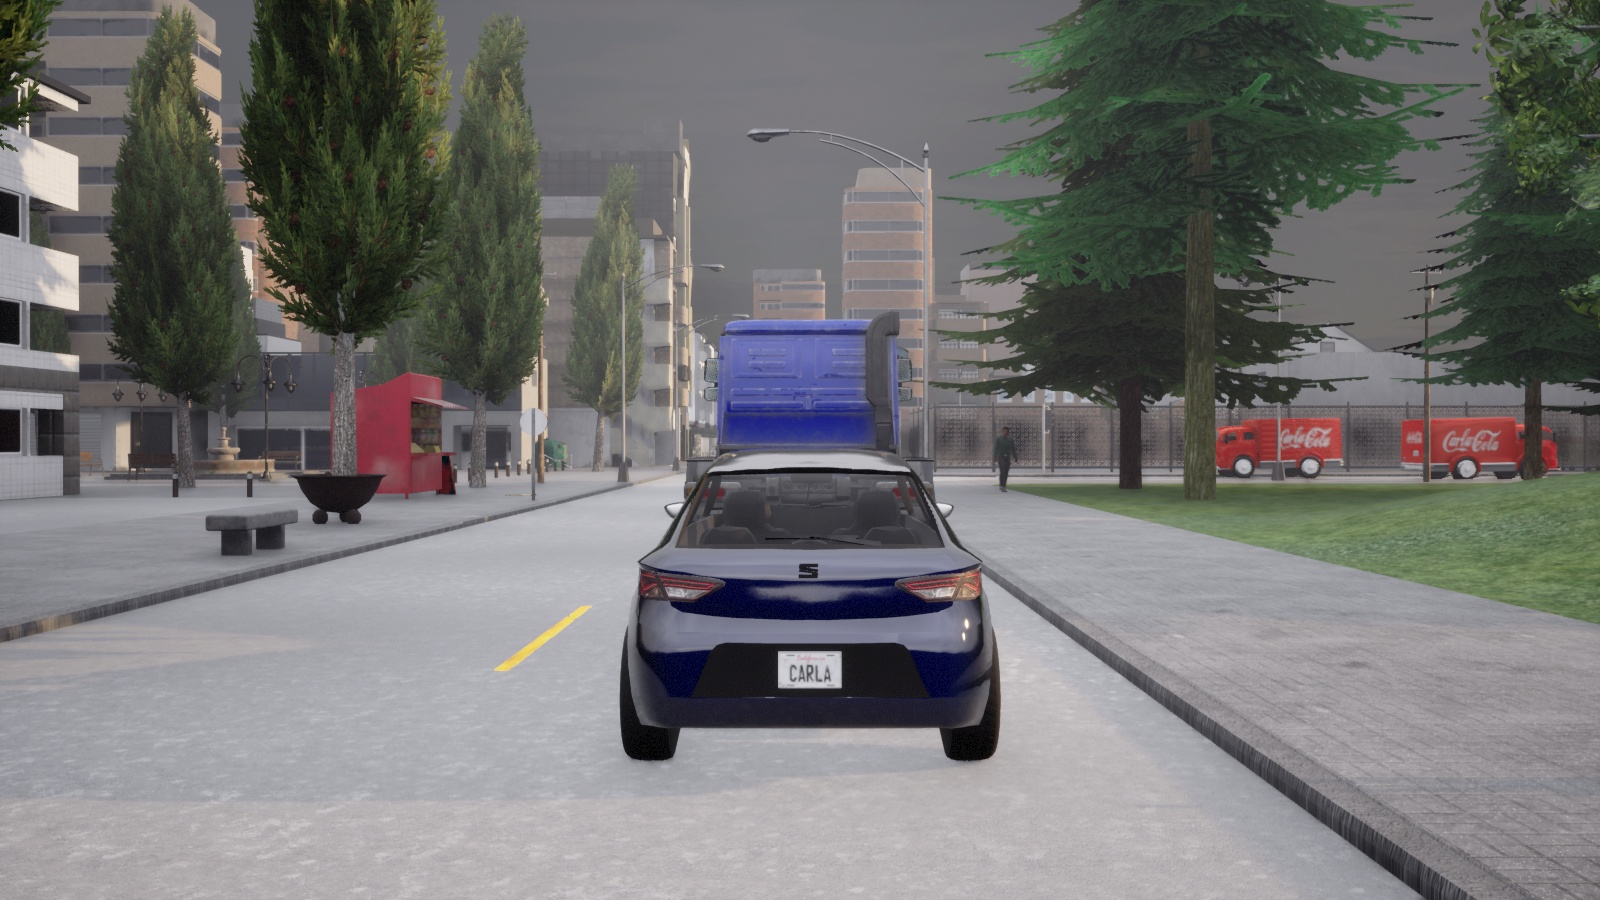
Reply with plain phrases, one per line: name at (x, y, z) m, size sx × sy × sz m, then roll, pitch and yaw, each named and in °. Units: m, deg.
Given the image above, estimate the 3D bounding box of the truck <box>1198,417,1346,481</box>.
truck at (19.748, -0.044, 52.764) m, size 5.204 × 2.467 × 2.627 m, roll -1°, pitch 0°, yaw 0°

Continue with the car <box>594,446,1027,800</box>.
car at (0.054, 0.719, 7.360) m, size 1.816 × 1.474 × 4.193 m, roll 0°, pitch 0°, yaw 0°

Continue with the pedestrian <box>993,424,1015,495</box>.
pedestrian at (5.661, 0.264, 34.813) m, size 0.423 × 1.949 × 0.788 m, roll 0°, pitch 0°, yaw -4°

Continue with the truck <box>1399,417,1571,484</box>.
truck at (26.485, 0.020, 48.733) m, size 5.204 × 2.467 × 2.627 m, roll -1°, pitch 0°, yaw 0°

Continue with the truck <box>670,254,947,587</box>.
truck at (0.111, -0.332, 17.048) m, size 2.891 × 3.462 × 7.936 m, roll 0°, pitch 0°, yaw 0°
